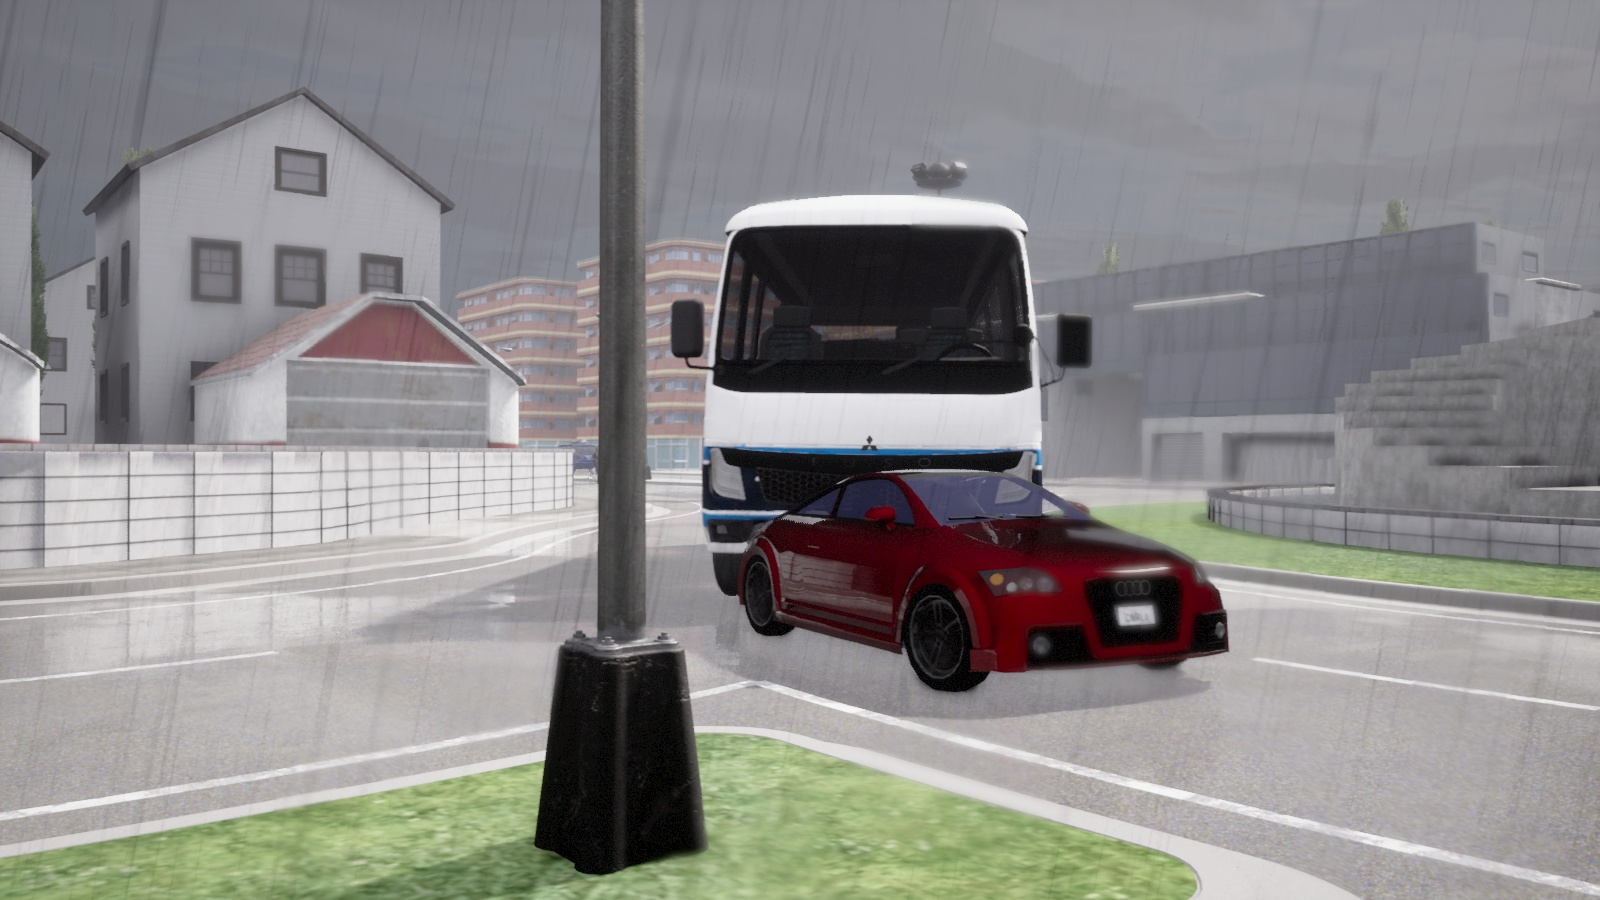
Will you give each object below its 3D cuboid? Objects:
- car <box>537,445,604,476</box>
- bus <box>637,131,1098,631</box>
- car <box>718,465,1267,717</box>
[{"bbox_3d":[-15.733,0.715,85.840,2.150,2.045,5.566,0,0,-37],"label":"car"},{"bbox_3d":[0.991,-0.592,15.966,3.944,4.253,10.273,0,0,5],"label":"bus"},{"bbox_3d":[1.144,0.831,9.452,1.994,1.385,4.181,0,0,-28],"label":"car"}]
